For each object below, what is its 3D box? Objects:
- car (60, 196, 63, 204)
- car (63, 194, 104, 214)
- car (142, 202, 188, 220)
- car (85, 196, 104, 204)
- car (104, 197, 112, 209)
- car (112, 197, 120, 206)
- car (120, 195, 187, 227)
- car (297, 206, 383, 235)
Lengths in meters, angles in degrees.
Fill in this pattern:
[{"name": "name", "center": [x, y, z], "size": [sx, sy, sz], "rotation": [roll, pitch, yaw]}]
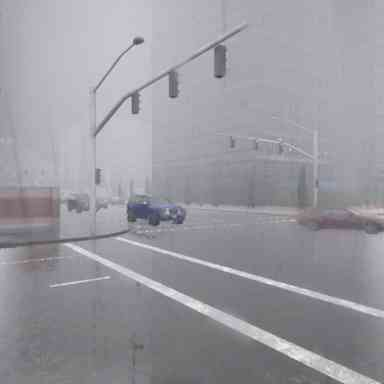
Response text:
[{"name": "car", "center": [-22.940, 1.523, 57.968], "size": [1.882, 1.535, 5.008], "rotation": [0, 0, -36]}, {"name": "car", "center": [-11.981, 1.217, 36.482], "size": [2.150, 2.045, 5.566], "rotation": [0, 1, -36]}, {"name": "car", "center": [-2.457, 1.601, 29.199], "size": [1.895, 1.301, 4.718], "rotation": [0, 0, -36]}, {"name": "car", "center": [-19.086, 1.491, 64.785], "size": [2.128, 1.511, 4.902], "rotation": [0, 0, -36]}, {"name": "car", "center": [-12.451, 1.564, 43.159], "size": [1.994, 1.385, 4.181], "rotation": [0, 0, -36]}, {"name": "car", "center": [-13.119, 1.525, 56.451], "size": [1.812, 1.442, 4.674], "rotation": [0, 0, -36]}, {"name": "car", "center": [-2.733, 1.221, 23.565], "size": [2.150, 2.045, 5.566], "rotation": [0, 0, -36]}, {"name": "car", "center": [8.343, 1.525, 18.729], "size": [4.674, 1.442, 1.812], "rotation": [0, 0, 27]}]
